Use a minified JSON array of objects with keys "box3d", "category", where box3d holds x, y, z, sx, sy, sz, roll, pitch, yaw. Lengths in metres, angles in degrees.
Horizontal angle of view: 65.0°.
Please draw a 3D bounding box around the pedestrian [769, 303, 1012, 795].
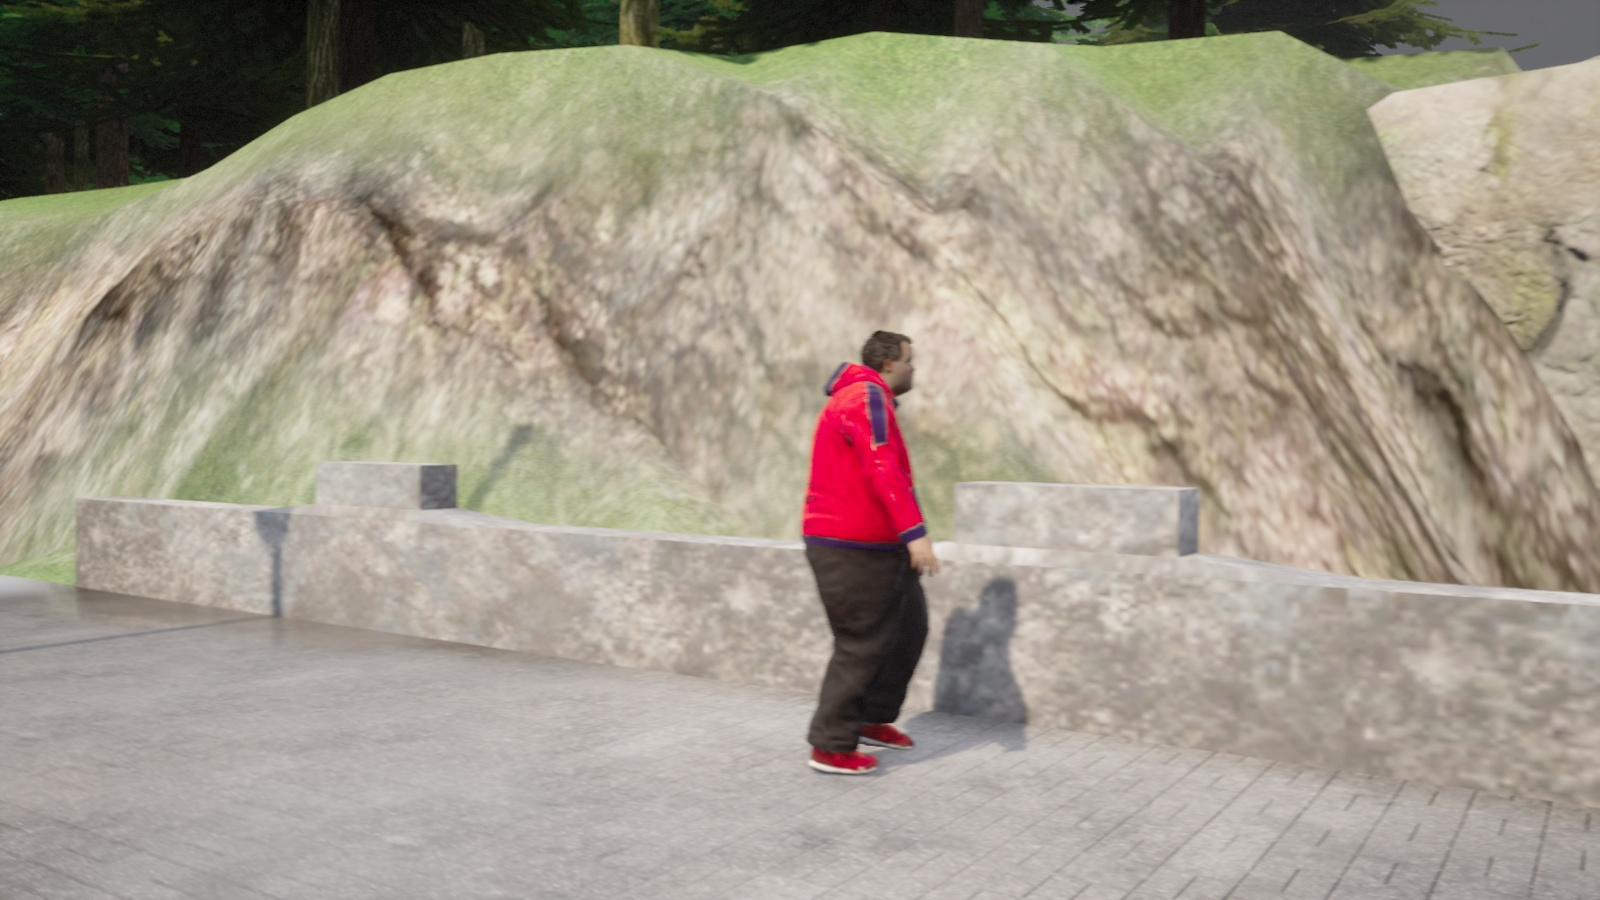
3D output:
[{"box3d":[0.343,0.369,5.033,0.899,1.844,0.634,-1,1,0],"category":"pedestrian"}]
